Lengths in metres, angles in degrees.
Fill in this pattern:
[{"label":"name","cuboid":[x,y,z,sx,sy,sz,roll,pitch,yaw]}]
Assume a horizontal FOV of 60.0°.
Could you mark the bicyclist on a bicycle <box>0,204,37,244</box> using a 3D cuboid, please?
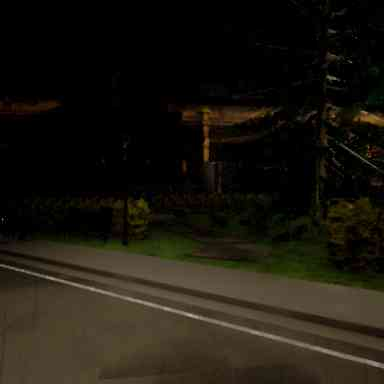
[{"label":"bicyclist on a bicycle","cuboid":[-7.222,1.305,13.804,0.582,1.620,1.656,0,0,36]}]
